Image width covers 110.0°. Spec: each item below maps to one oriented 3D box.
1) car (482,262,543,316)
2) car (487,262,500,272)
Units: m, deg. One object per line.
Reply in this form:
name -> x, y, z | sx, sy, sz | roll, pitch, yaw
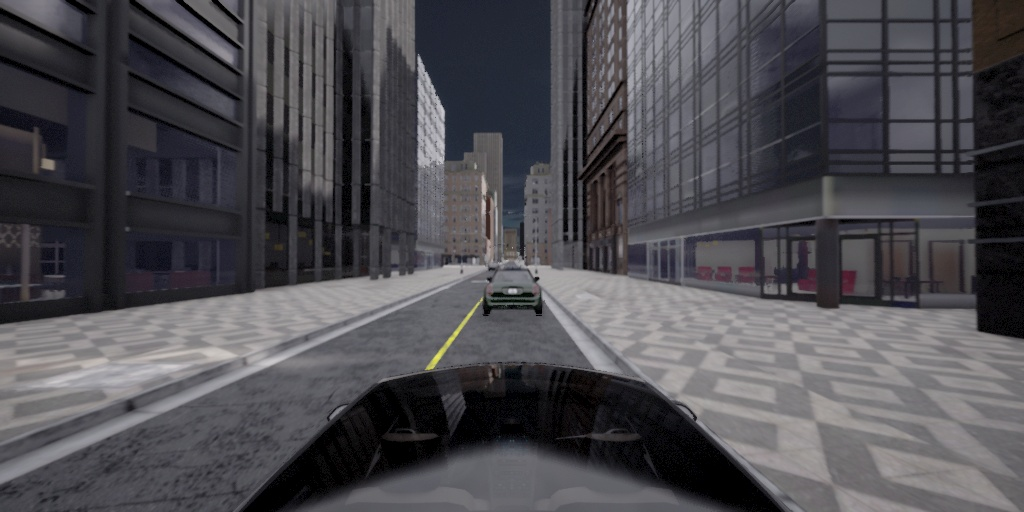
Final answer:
car -> 0.044, 1.215, 14.169 | 2.097, 1.767, 4.553 | 0, -1, 1
car -> -3.038, 1.794, 59.906 | 1.837, 1.490, 4.892 | 0, 0, 1
